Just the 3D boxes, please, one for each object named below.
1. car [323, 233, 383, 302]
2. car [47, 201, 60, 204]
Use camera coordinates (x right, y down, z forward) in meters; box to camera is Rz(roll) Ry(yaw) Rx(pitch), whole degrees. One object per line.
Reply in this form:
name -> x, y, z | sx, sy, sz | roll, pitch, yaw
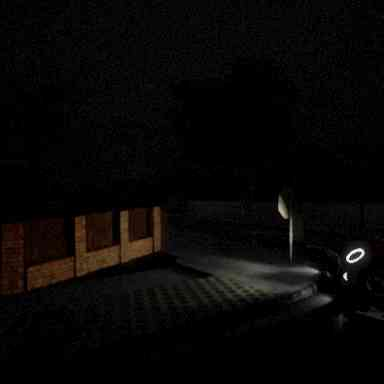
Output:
car -> 5.408, 1.321, 7.444 | 4.553, 1.767, 2.097 | -1, 0, 10
car -> -19.452, 2.060, 47.011 | 1.882, 1.535, 5.008 | 1, -2, -42
